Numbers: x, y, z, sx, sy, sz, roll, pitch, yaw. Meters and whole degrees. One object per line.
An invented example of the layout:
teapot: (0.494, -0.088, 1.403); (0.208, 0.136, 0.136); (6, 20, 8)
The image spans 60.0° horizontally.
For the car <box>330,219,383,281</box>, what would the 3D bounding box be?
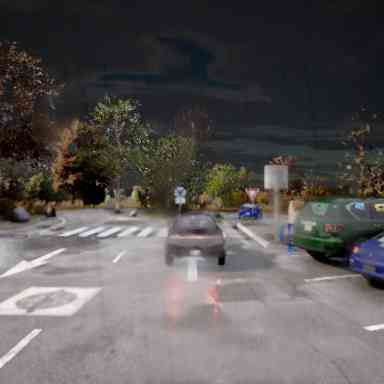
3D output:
car: (6.001, 1.515, 8.009); (4.674, 1.452, 2.002); (1, 0, -20)

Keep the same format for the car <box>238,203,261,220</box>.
car: (5.693, 1.806, 32.579); (1.882, 1.535, 5.008); (1, 0, 15)

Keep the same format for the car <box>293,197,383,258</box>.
car: (6.028, 1.220, 10.985); (5.566, 2.045, 2.435); (1, 0, -20)

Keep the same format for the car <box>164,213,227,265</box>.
car: (0.102, 1.475, 11.618); (2.128, 1.511, 4.902); (0, 0, 0)
